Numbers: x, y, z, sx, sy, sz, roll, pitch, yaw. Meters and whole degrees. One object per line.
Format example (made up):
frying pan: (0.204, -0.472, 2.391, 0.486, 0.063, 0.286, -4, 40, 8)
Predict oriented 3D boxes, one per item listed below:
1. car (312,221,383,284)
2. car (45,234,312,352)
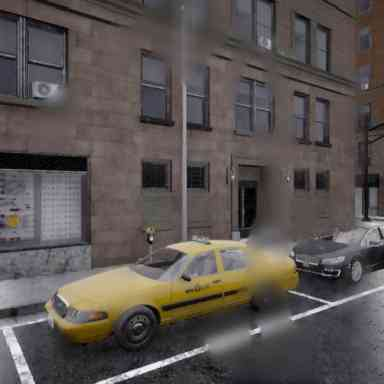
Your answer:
car: (4.585, 1.550, 9.444, 4.403, 1.369, 2.008, 0, 0, -35)
car: (-0.051, 1.525, 6.147, 4.829, 1.417, 1.752, 0, 0, -35)
